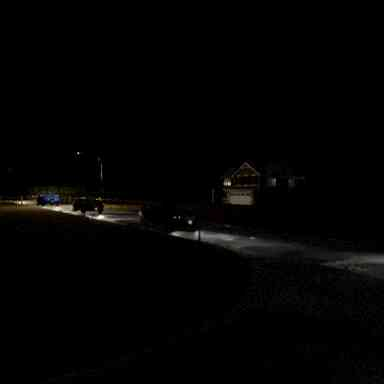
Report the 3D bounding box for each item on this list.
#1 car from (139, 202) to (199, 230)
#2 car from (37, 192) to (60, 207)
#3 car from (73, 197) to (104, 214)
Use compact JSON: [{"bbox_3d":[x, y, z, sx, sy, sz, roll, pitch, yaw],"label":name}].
[{"bbox_3d":[-1.487,1.355,19.970,2.128,1.511,4.902,2,-1,-35],"label":"car"},{"bbox_3d":[-20.431,1.002,47.240,2.150,2.045,5.566,2,-1,-35],"label":"car"},{"bbox_3d":[-10.127,1.280,32.340,2.128,1.511,4.902,2,-1,-35],"label":"car"}]
